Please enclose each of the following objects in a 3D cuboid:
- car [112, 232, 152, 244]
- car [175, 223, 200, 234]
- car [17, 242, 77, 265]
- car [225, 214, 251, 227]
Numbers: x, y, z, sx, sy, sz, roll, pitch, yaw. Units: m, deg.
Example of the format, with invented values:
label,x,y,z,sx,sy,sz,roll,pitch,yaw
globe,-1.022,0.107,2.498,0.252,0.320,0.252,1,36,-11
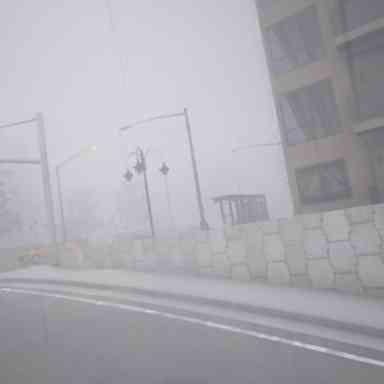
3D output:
label,x,y,z,sx,sy,sz,roll,pitch,yaw
car,-6.516,5.230,36.571,1.895,1.301,4.718,-13,-8,36
car,-0.368,5.091,44.946,2.128,1.511,4.902,-13,-8,36
car,-12.364,5.136,28.643,1.882,1.535,5.008,-13,-8,36
car,6.834,4.117,48.768,2.150,2.045,5.566,-13,-8,35
